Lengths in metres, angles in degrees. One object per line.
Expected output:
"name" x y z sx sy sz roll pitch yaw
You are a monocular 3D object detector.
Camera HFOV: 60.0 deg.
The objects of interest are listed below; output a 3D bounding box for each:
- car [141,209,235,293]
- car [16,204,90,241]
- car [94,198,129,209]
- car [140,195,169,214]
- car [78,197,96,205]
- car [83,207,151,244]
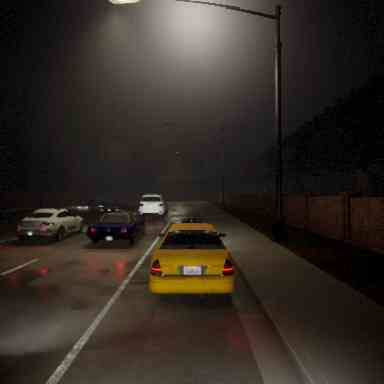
"car" 0.004 1.461 8.842 1.801 1.575 5.366 0 0 0
"car" -6.869 1.533 16.495 1.812 1.442 4.674 0 0 1
"car" -6.885 1.561 30.149 2.033 1.411 5.357 0 0 0
"car" -3.385 1.238 30.193 2.150 2.045 5.566 0 0 0
"car" -17.420 1.516 55.167 2.128 1.511 4.902 0 0 1
"car" -3.375 1.608 15.876 1.895 1.301 4.718 0 0 0
